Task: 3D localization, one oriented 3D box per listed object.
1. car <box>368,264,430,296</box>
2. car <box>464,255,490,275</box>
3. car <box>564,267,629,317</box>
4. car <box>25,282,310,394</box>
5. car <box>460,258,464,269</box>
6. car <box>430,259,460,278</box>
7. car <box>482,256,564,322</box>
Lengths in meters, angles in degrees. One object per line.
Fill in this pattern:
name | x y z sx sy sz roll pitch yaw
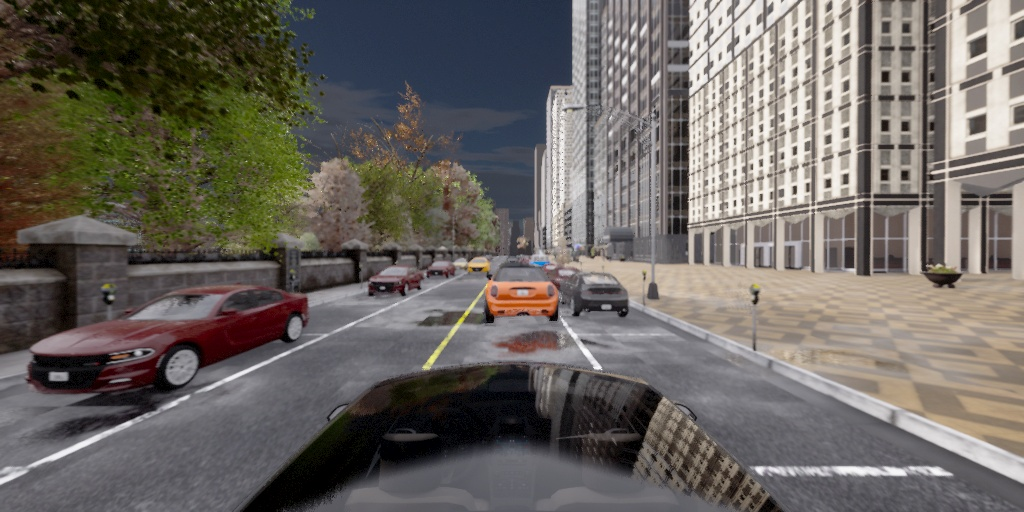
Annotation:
car | -5.694 1.136 18.017 1.888 1.381 4.507 0 0 0
car | -3.087 0.917 34.315 1.882 1.535 5.008 0 0 0
car | 2.687 1.196 12.386 2.007 1.370 4.403 0 0 0
car | -5.693 1.246 6.753 1.888 1.381 4.507 0 0 0
car | -5.698 0.910 40.375 1.751 1.417 4.829 0 0 0
car | -5.696 1.031 29.280 1.888 1.381 4.507 0 0 0
car | 0.208 1.002 11.932 2.097 1.767 4.553 0 1 -2
